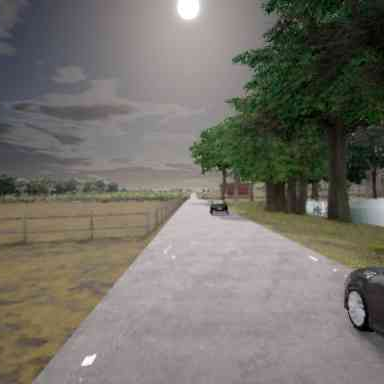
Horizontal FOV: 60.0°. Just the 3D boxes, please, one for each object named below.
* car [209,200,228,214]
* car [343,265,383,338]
[{"bbox_3d":[2.891,1.568,36.901,1.882,1.535,5.008,0,0,0],"label":"car"},{"bbox_3d":[3.576,1.516,3.972,1.837,1.490,4.892,0,0,0],"label":"car"}]
